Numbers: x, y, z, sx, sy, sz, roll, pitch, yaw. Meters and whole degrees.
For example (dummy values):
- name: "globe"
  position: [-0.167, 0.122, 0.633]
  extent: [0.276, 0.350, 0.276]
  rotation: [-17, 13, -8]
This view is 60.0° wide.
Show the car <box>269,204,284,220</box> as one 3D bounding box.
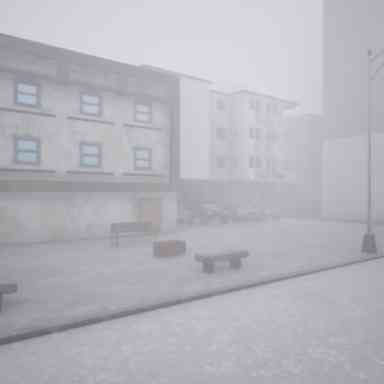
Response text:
- name: "car"
  position: [5.674, 1.500, 27.527]
  extent: [1.816, 1.474, 4.193]
  rotation: [0, 0, -26]

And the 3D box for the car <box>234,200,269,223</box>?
- name: "car"
  position: [3.356, 1.420, 25.696]
  extent: [2.242, 1.667, 4.611]
  rotation: [0, 0, -26]

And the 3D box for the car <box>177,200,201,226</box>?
- name: "car"
  position: [-1.228, 1.462, 22.635]
  extent: [1.845, 1.501, 3.633]
  rotation: [0, 0, -26]

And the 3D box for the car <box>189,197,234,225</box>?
- name: "car"
  position: [0.967, 1.302, 23.705]
  extent: [1.905, 1.878, 3.866]
  rotation: [0, 0, -26]
